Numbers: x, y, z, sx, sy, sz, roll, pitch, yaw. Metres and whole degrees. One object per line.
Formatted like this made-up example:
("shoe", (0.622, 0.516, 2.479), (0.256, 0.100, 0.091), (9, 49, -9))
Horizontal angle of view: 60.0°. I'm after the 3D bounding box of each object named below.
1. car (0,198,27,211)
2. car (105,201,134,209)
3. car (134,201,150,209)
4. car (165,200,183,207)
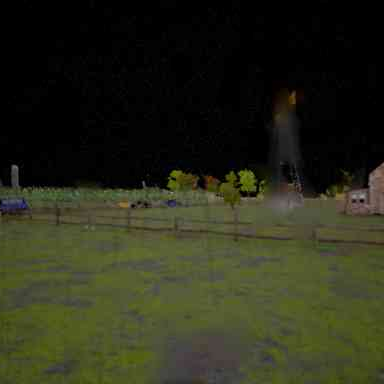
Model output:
("car", (-25.281, 1.905, 44.895), (2.150, 2.045, 5.566), (-2, -2, 36))
("car", (-13.628, 2.331, 60.971), (1.882, 1.535, 5.008), (-2, -2, 36))
("car", (-9.471, 2.369, 61.819), (1.994, 1.385, 4.181), (-2, -2, 36))
("car", (-3.800, 2.382, 69.777), (1.812, 1.442, 4.674), (-2, -2, 36))
